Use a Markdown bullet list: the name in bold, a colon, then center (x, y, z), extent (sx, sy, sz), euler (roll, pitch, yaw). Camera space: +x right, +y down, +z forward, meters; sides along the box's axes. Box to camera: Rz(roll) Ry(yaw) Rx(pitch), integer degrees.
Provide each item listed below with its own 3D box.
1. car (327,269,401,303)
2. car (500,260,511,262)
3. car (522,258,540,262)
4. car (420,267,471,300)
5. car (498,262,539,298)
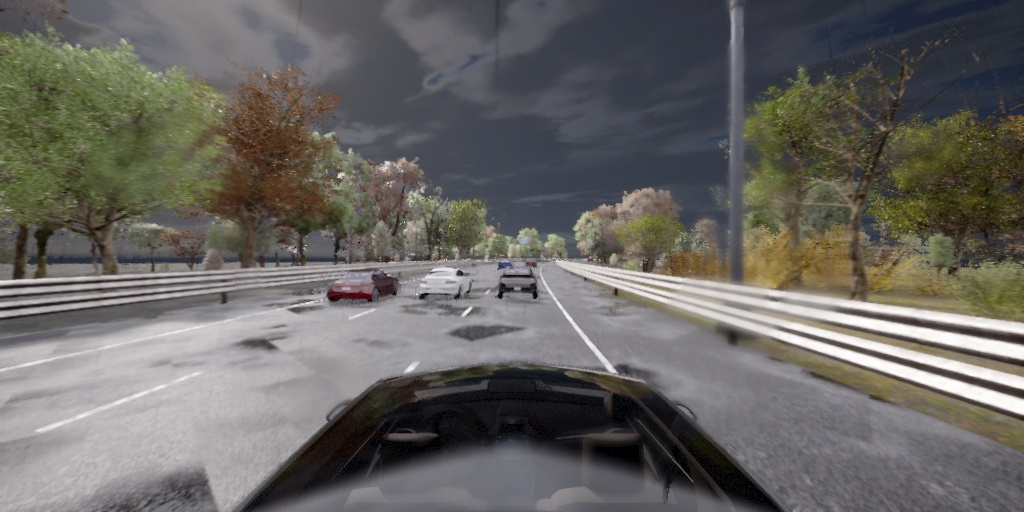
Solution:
- **car**: center (-6.724, 1.303, 16.701), extent (1.994, 1.385, 4.181), euler (0, 0, 2)
- **car**: center (-0.968, 1.284, 54.505), extent (1.882, 1.535, 5.008), euler (0, 0, 5)
- **car**: center (3.504, 1.190, 65.047), extent (2.097, 1.767, 4.553), euler (0, 0, 6)
- **car**: center (-3.184, 1.279, 17.655), extent (1.812, 1.442, 4.674), euler (0, 0, 2)
- **car**: center (0.345, 1.257, 18.606), extent (2.128, 1.511, 4.902), euler (0, 0, 2)
